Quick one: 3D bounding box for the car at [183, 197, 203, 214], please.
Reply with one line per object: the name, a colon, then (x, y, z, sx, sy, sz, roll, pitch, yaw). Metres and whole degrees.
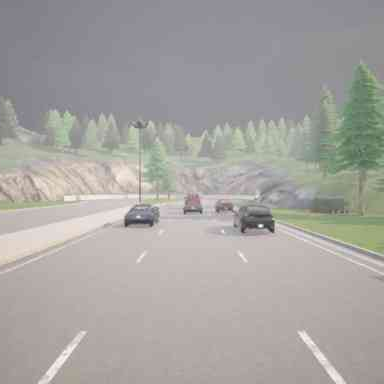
car: (0.104, 1.564, 35.204, 1.994, 1.385, 4.181, 0, 0, 0)

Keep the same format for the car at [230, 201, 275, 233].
car: (3.602, 1.505, 19.830, 1.837, 1.490, 4.892, 0, 0, 0)

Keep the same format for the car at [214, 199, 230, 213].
car: (3.602, 1.526, 37.426, 1.812, 1.442, 4.674, 0, 0, 0)

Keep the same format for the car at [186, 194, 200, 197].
car: (0.099, 1.221, 44.622, 2.150, 2.045, 5.566, 0, 0, 0)

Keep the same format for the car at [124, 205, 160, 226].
car: (-3.396, 1.562, 23.109, 1.994, 1.385, 4.181, 0, 0, 0)
